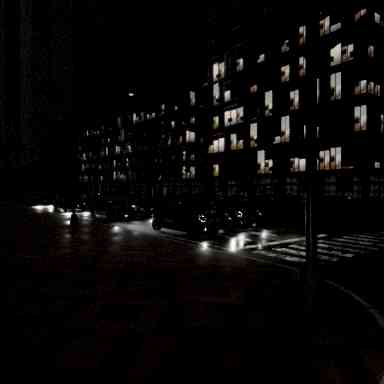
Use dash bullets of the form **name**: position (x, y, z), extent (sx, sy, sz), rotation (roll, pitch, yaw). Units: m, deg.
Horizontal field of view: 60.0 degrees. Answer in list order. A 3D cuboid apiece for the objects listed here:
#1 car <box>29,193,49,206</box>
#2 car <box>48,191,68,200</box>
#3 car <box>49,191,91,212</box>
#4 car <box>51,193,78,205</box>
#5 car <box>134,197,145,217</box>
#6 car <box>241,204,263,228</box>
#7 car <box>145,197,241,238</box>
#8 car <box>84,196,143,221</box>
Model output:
- **car**: position (-17.600, 0.817, 38.745), extent (1.994, 1.385, 4.181), rotation (0, 1, -37)
- **car**: position (-22.592, 0.540, 55.880), extent (1.895, 1.301, 4.718), rotation (0, 1, -38)
- **car**: position (-11.399, 0.943, 30.807), extent (1.837, 1.490, 4.892), rotation (0, 1, -38)
- **car**: position (-16.331, 0.812, 42.405), extent (1.895, 1.301, 4.718), rotation (0, 1, -38)
- **car**: position (-3.986, 1.126, 26.646), extent (2.033, 1.411, 5.357), rotation (0, 1, -38)
- **car**: position (1.891, 1.104, 19.212), extent (2.097, 1.767, 4.553), rotation (0, 1, -38)
- **car**: position (-0.095, 1.124, 16.481), extent (2.097, 1.767, 4.553), rotation (0, 1, -38)
- **car**: position (-5.673, 1.208, 23.539), extent (1.895, 1.301, 4.718), rotation (0, 1, -38)
